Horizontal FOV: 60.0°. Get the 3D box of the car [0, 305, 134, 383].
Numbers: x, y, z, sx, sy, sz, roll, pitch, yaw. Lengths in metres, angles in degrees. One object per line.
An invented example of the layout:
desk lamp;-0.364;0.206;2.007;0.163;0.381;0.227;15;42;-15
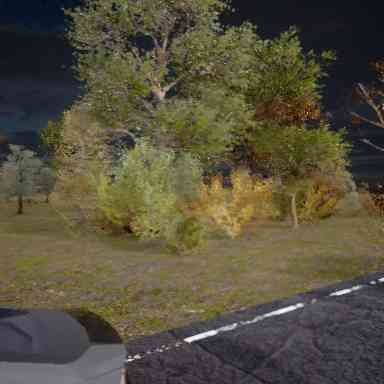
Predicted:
car;-2.626;1.487;1.499;4.902;1.511;2.128;0;0;-35
